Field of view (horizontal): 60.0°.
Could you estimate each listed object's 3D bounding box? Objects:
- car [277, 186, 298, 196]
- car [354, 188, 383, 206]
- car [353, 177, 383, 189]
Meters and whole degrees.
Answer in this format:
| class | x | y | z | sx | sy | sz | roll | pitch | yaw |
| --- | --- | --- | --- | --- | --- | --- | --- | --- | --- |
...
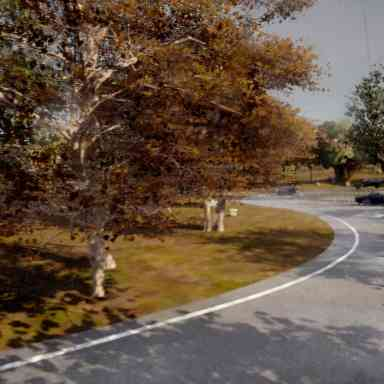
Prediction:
| class | x | y | z | sx | sy | sz | roll | pitch | yaw |
| --- | --- | --- | --- | --- | --- | --- | --- | --- | --- |
| car | 14.930 | -0.211 | 51.844 | 1.837 | 1.490 | 4.892 | -3 | 1 | 38 |
| car | 16.789 | 0.554 | 28.674 | 1.895 | 1.301 | 4.718 | -5 | 3 | -43 |
| car | 31.903 | -1.535 | 59.386 | 5.566 | 2.045 | 2.150 | -2 | 2 | 7 |
